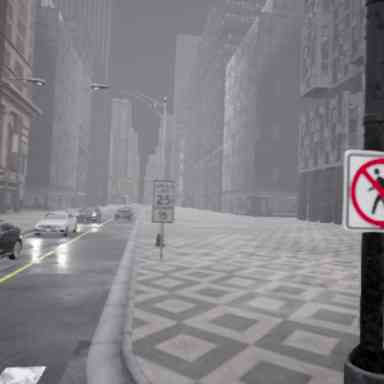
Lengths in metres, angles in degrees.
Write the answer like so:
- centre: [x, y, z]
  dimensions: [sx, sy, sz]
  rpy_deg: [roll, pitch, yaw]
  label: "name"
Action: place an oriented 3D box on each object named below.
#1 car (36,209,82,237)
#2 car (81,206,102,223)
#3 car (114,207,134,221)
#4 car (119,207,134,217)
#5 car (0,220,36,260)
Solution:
- centre: [-8.674, 2.003, 21.583]
  dimensions: [1.812, 1.442, 4.674]
  rpy_deg: [3, -2, -9]
  label: "car"
- centre: [-10.508, 2.198, 33.952]
  dimensions: [2.097, 1.767, 4.553]
  rpy_deg: [3, -2, -8]
  label: "car"
- centre: [-8.334, 2.652, 40.514]
  dimensions: [2.128, 1.511, 4.902]
  rpy_deg: [3, -2, -8]
  label: "car"
- centre: [-9.911, 3.003, 50.640]
  dimensions: [2.033, 1.411, 5.357]
  rpy_deg: [3, -2, -8]
  label: "car"
- centre: [-7.036, 1.644, 10.651]
  dimensions: [2.128, 1.511, 4.902]
  rpy_deg: [3, -2, -8]
  label: "car"
